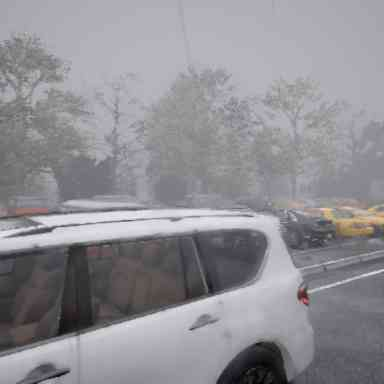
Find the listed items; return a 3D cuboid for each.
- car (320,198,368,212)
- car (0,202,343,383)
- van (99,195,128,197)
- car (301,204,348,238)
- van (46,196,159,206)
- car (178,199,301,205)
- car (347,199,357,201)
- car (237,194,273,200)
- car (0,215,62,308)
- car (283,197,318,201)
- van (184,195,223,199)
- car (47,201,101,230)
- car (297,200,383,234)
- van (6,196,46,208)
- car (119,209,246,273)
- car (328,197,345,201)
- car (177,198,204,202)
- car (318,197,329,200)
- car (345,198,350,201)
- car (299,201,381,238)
[{"bbox_3d":[18.921,1.543,41.595,2.097,1.535,5.008,0,0,-35],"label":"car"},{"bbox_3d":[-1.334,1.221,2.735,5.566,2.045,2.150,0,0,-36],"label":"car"},{"bbox_3d":[-5.750,1.228,23.965,1.878,1.987,4.442,0,0,-36],"label":"van"},{"bbox_3d":[3.962,1.450,14.944,2.231,1.521,4.892,0,0,-35],"label":"car"},{"bbox_3d":[-2.903,1.252,10.224,1.878,1.987,4.442,0,0,-35],"label":"van"},{"bbox_3d":[1.673,1.330,13.366,2.185,1.767,4.553,0,0,-35],"label":"car"},{"bbox_3d":[13.114,1.473,21.217,1.946,1.575,5.366,0,0,-35],"label":"car"},{"bbox_3d":[5.448,1.223,32.078,2.435,2.045,5.566,0,0,-35],"label":"car"},{"bbox_3d":[-5.082,1.520,8.499,2.163,1.488,4.792,0,0,-35],"label":"car"},{"bbox_3d":[10.089,1.494,35.108,1.946,1.575,5.366,0,0,-35],"label":"car"},{"bbox_3d":[0.778,1.227,28.873,1.878,1.987,4.442,0,0,-35],"label":"van"},{"bbox_3d":[-8.088,1.463,22.446,2.097,1.535,5.008,0,0,-35],"label":"car"},{"bbox_3d":[8.487,1.451,17.934,1.946,1.575,5.366,0,0,-35],"label":"car"},{"bbox_3d":[-10.412,1.250,20.934,1.878,1.987,4.442,0,0,-35],"label":"van"},{"bbox_3d":[-0.587,1.495,11.760,2.163,1.488,4.792,0,0,-35],"label":"car"},{"bbox_3d":[14.517,1.550,38.441,2.163,1.488,4.792,0,0,-35],"label":"car"},{"bbox_3d":[-1.432,1.476,27.197,2.163,1.488,4.792,0,0,-35],"label":"car"},{"bbox_3d":[12.242,1.549,36.860,2.002,1.452,4.674,0,0,-35],"label":"car"},{"bbox_3d":[16.640,1.406,40.022,2.185,1.767,4.553,0,0,-35],"label":"car"},{"bbox_3d":[6.109,1.446,16.702,1.946,1.575,5.366,0,0,-35],"label":"car"}]
